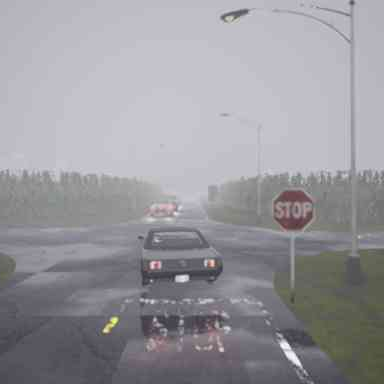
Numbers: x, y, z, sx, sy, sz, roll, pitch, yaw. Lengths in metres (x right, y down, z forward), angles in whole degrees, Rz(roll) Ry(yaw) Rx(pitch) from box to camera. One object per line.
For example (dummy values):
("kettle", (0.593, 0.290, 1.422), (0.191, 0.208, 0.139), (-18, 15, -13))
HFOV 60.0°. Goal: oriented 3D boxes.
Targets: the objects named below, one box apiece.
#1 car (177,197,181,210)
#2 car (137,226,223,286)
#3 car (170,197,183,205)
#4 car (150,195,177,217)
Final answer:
("car", (-2.895, 1.352, 42.519), (2.150, 2.045, 5.566), (0, 0, 0))
("car", (-0.600, 1.634, 9.557), (1.895, 1.301, 4.718), (0, 0, -10))
("car", (-2.838, 1.673, 63.028), (2.128, 1.511, 4.902), (0, 0, 0))
("car", (-2.888, 1.455, 32.823), (2.097, 1.767, 4.553), (0, 0, 0))
